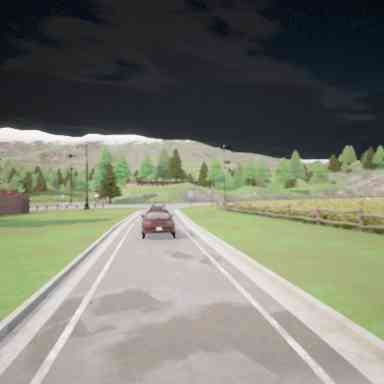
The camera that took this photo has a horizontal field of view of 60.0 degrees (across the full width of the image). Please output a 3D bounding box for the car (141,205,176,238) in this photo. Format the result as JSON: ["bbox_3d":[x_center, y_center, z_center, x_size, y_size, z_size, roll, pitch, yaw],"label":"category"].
[{"bbox_3d":[-1.933,1.716,19.056,1.812,1.442,4.674,-1,0,-7],"label":"car"}]

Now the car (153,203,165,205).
[{"bbox_3d":[-4.093,2.009,41.123,1.895,1.301,4.718,-1,0,-5],"label":"car"}]
